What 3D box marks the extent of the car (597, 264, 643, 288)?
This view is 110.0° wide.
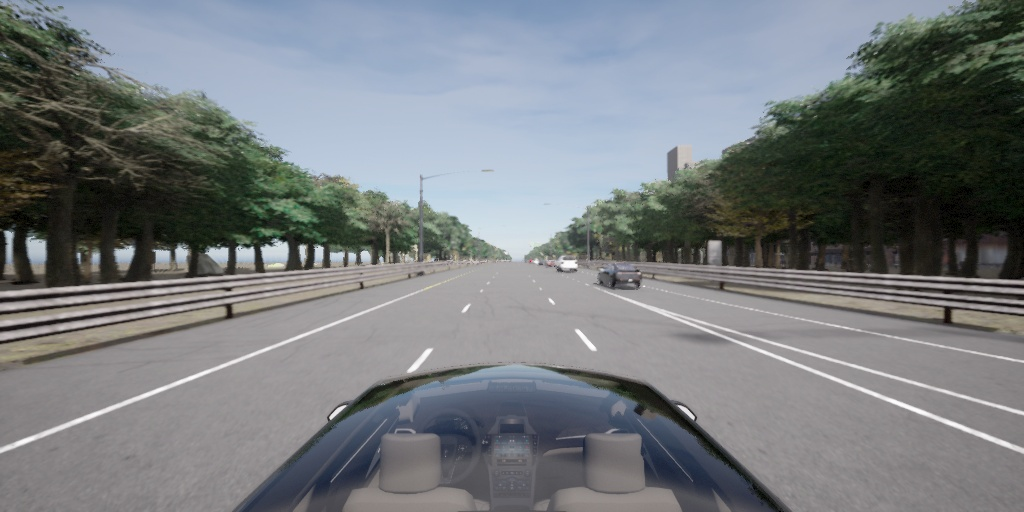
[{"bbox_3d":[7.024,1.243,23.734,2.128,1.511,4.902,0,0,0],"label":"car"}]

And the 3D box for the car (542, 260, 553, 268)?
[{"bbox_3d":[7.097,1.464,65.059,1.895,1.301,4.718,0,0,0],"label":"car"}]

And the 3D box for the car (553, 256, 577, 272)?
[{"bbox_3d":[7.030,0.988,46.609,2.150,2.045,5.566,0,0,0],"label":"car"}]
